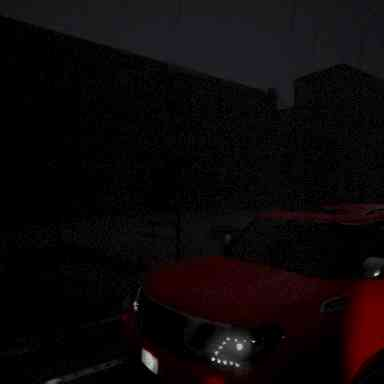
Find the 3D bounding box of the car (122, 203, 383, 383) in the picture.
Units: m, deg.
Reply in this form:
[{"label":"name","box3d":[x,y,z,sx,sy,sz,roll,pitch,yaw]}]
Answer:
[{"label":"car","box3d":[1.857,1.221,4.702,5.566,2.045,2.150,0,0,-35]}]
